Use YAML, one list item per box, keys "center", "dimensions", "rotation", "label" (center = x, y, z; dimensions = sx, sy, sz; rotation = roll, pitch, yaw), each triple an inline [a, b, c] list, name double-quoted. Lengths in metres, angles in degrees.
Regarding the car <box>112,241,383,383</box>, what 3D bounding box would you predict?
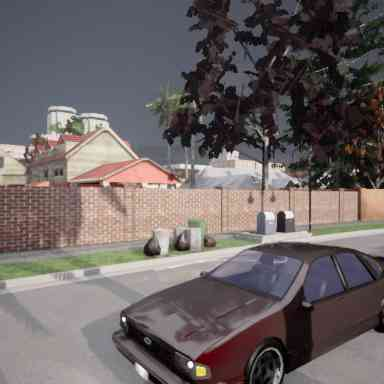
- center: [1.569, 1.548, 5.210]
  dimensions: [5.357, 1.411, 2.033]
  rotation: [0, 0, -37]
  label: "car"
